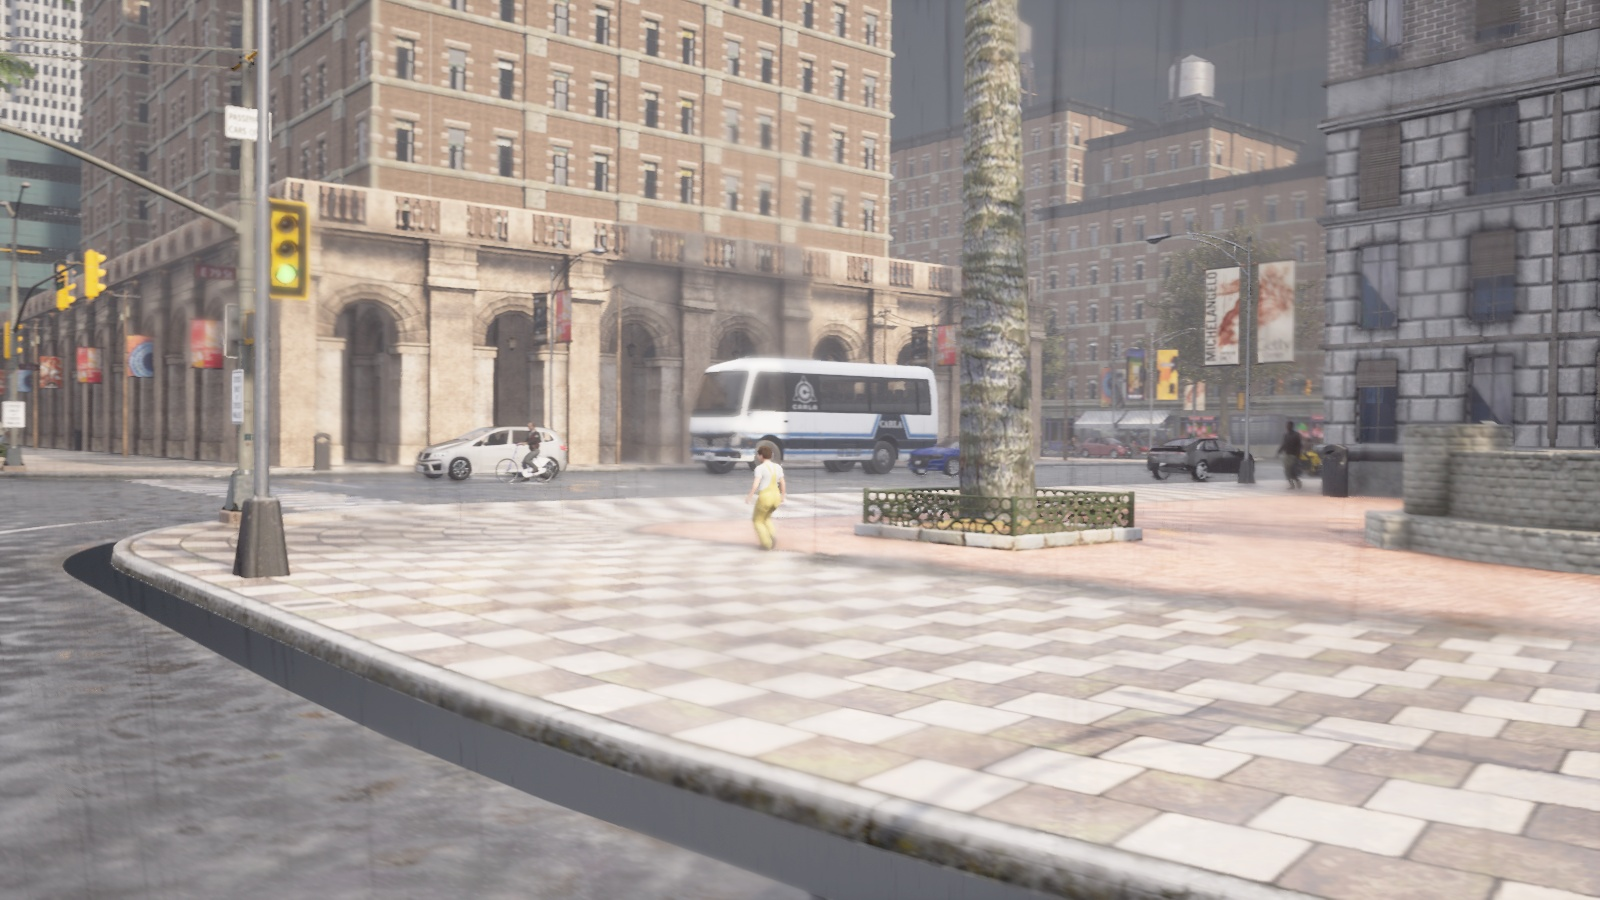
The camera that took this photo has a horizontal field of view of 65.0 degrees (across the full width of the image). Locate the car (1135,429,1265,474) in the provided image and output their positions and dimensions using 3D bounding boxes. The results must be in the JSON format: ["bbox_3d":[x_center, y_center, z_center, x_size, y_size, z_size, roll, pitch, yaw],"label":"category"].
[{"bbox_3d":[14.430,0.011,45.204,4.902,1.511,2.128,-1,1,-39],"label":"car"}]

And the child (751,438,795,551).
[{"bbox_3d":[-0.307,0.495,14.247,0.270,1.263,0.437,-1,1,-40],"label":"child"}]

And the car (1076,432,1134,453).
[{"bbox_3d":[21.574,-0.530,88.869,1.845,1.501,3.633,-1,1,-40],"label":"car"}]

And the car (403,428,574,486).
[{"bbox_3d":[-9.646,0.172,39.050,4.611,1.667,2.242,-1,1,-39],"label":"car"}]

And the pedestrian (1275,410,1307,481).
[{"bbox_3d":[12.786,-0.120,32.702,0.703,1.840,0.431,-1,1,-32],"label":"pedestrian"}]

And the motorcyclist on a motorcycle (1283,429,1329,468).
[{"bbox_3d":[20.125,-0.068,49.942,2.044,1.523,0.797,-1,1,-40],"label":"motorcyclist on a motorcycle"}]

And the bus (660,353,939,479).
[{"bbox_3d":[0.175,-1.228,47.085,10.273,4.253,3.944,-1,1,-39],"label":"bus"}]

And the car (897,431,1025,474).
[{"bbox_3d":[6.125,0.073,47.445,5.008,1.535,1.882,-1,1,-39],"label":"car"}]

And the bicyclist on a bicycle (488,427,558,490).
[{"bbox_3d":[-7.918,0.223,35.945,1.843,1.776,0.659,-1,1,-39],"label":"bicyclist on a bicycle"}]

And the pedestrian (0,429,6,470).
[{"bbox_3d":[-37.070,-0.022,57.736,0.874,1.855,0.900,-1,1,-38],"label":"pedestrian"}]
